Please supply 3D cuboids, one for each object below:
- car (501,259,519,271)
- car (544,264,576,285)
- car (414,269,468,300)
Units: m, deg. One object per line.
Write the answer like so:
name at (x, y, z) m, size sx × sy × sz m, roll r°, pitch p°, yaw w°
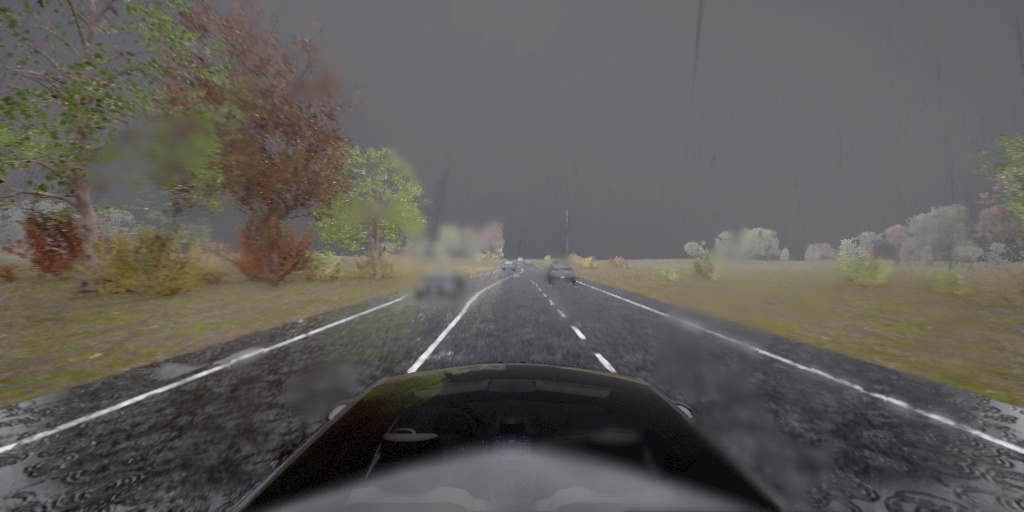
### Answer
car at (-0.360, 1.377, 50.025) m, size 1.812 × 1.442 × 4.674 m, roll 0°, pitch 0°, yaw 4°
car at (3.488, 1.293, 26.402) m, size 2.128 × 1.511 × 4.902 m, roll 0°, pitch 0°, yaw 0°
car at (-3.378, 1.347, 17.828) m, size 1.994 × 1.385 × 4.181 m, roll 0°, pitch 0°, yaw 2°
